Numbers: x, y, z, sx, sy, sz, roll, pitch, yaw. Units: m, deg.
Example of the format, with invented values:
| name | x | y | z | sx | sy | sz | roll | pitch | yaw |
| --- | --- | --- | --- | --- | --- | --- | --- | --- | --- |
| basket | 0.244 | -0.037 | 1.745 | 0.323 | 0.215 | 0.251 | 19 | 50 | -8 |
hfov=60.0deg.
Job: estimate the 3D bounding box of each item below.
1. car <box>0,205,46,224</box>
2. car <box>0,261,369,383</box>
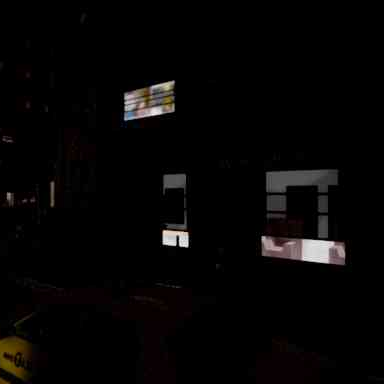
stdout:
| name | x | y | z | sx | sy | sz | roll | pitch | yaw |
| --- | --- | --- | --- | --- | --- | --- | --- | --- | --- |
| car | -14.487 | 1.870 | 27.907 | 1.994 | 1.385 | 4.181 | 0 | -1 | 35 |
| car | -0.825 | 1.525 | 3.444 | 4.829 | 1.417 | 1.752 | 0 | 0 | 35 |
